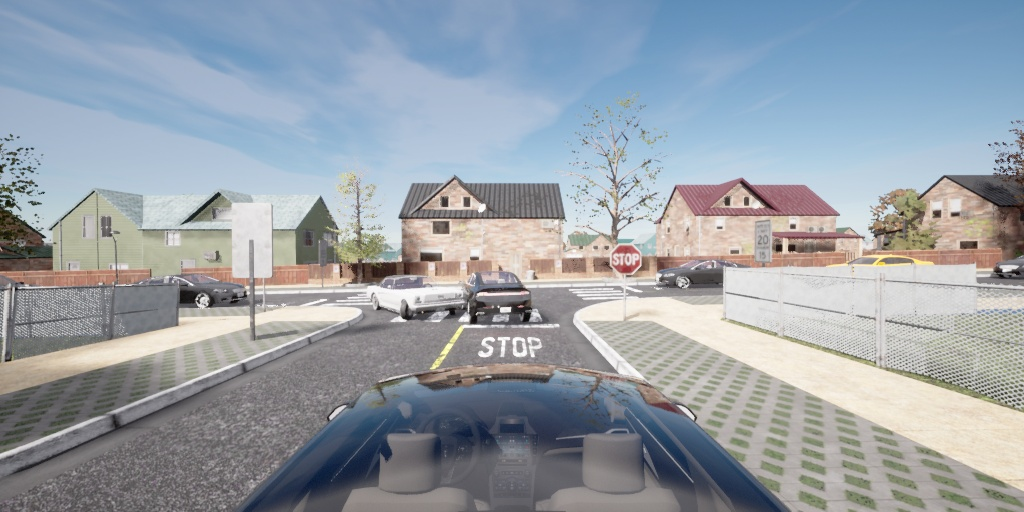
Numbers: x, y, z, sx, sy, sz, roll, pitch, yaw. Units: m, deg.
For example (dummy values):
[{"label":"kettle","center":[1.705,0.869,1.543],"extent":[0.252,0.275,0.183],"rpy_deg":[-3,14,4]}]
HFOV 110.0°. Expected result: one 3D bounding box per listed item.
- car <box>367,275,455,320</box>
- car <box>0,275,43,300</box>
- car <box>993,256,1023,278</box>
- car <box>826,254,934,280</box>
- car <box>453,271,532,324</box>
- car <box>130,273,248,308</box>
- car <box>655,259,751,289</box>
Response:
[{"label":"car","center":[-3.595,1.367,12.913],"extent":[1.895,1.301,4.718],"rpy_deg":[0,0,-38]},{"label":"car","center":[-24.230,1.648,16.382],"extent":[4.553,1.767,2.097],"rpy_deg":[-1,1,0]},{"label":"car","center":[29.397,0.477,19.514],"extent":[4.902,1.511,2.128],"rpy_deg":[-1,1,0]},{"label":"car","center":[19.773,0.690,19.483],"extent":[5.008,1.535,1.882],"rpy_deg":[-1,1,0]},{"label":"car","center":[-0.678,1.242,12.052],"extent":[2.128,1.511,4.902],"rpy_deg":[0,0,-12]},{"label":"car","center":[-14.892,1.566,16.416],"extent":[4.902,1.511,2.128],"rpy_deg":[-1,1,0]},{"label":"car","center":[10.342,0.925,19.453],"extent":[4.902,1.511,2.128],"rpy_deg":[-1,1,0]}]
